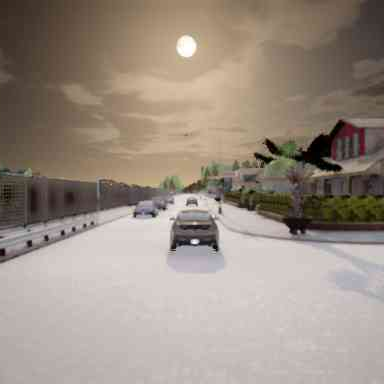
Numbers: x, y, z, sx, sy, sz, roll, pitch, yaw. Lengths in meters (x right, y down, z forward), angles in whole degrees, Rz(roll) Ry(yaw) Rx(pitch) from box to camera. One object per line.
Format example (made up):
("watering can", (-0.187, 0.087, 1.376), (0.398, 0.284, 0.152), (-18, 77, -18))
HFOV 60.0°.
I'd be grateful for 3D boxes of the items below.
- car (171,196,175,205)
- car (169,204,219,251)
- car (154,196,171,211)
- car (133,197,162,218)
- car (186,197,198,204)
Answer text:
("car", (-4.019, 1.426, 57.605), (1.837, 1.490, 4.892), (0, 0, 0))
("car", (0.100, 1.485, 14.095), (1.837, 1.490, 4.892), (0, 0, 0))
("car", (-4.080, 1.299, 39.861), (2.097, 1.767, 4.553), (0, 0, 0))
("car", (-4.090, 1.484, 30.066), (1.812, 1.442, 4.674), (0, 0, 0))
("car", (0.011, 1.452, 53.505), (1.812, 1.442, 4.674), (0, 0, 0))
